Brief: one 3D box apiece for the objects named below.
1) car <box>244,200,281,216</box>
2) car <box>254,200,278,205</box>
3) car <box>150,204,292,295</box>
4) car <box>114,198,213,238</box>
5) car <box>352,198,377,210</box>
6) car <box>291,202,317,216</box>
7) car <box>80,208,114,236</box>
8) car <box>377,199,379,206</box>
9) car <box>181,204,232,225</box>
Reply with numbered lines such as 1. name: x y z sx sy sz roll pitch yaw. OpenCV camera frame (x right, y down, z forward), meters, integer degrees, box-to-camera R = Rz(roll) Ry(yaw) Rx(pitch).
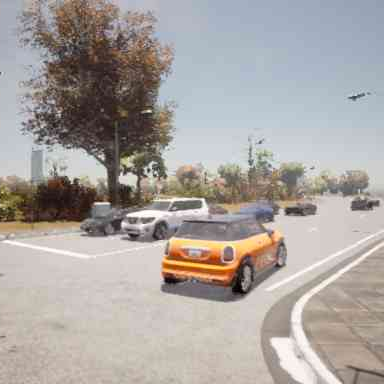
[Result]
1. car: 7.492 1.630 34.892 1.837 1.490 4.892 -1 0 38
2. car: 4.792 1.642 25.771 1.812 1.442 4.674 -1 0 38
3. car: 1.110 1.403 9.299 2.097 1.767 4.553 0 0 29
4. car: -1.231 1.355 18.214 2.150 2.045 5.566 -1 0 39
5. car: 21.169 1.455 41.339 2.128 1.511 4.902 -1 0 35
6. car: 10.998 1.679 33.707 1.895 1.301 4.718 -1 0 37
7. car: -4.323 1.679 19.950 1.837 1.490 4.892 -1 0 39
8. car: 27.224 1.493 50.411 1.895 1.301 4.718 -1 0 32
9. car: 1.232 1.725 26.907 1.994 1.385 4.181 -1 0 39
